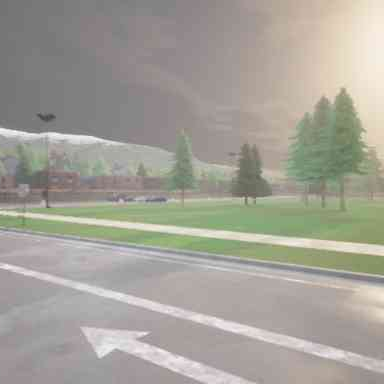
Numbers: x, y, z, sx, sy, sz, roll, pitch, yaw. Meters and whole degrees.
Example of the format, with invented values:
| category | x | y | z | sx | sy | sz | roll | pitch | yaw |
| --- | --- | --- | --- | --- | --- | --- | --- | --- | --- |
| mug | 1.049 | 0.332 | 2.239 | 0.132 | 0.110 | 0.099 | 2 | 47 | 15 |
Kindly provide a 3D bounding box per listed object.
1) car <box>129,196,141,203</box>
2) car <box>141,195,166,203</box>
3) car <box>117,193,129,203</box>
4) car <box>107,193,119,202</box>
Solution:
| category | x | y | z | sx | sy | sz | roll | pitch | yaw |
| --- | --- | --- | --- | --- | --- | --- | --- | --- | --- |
| car | -10.348 | 1.499 | 69.196 | 1.812 | 1.442 | 4.674 | 0 | 0 | 35 |
| car | -7.370 | 1.455 | 67.353 | 1.882 | 1.535 | 5.008 | 0 | 0 | 35 |
| car | -13.218 | 1.498 | 71.200 | 1.812 | 1.442 | 4.674 | 0 | 0 | 35 |
| car | -16.101 | 1.197 | 73.184 | 2.150 | 2.045 | 5.566 | 0 | 0 | 35 |
